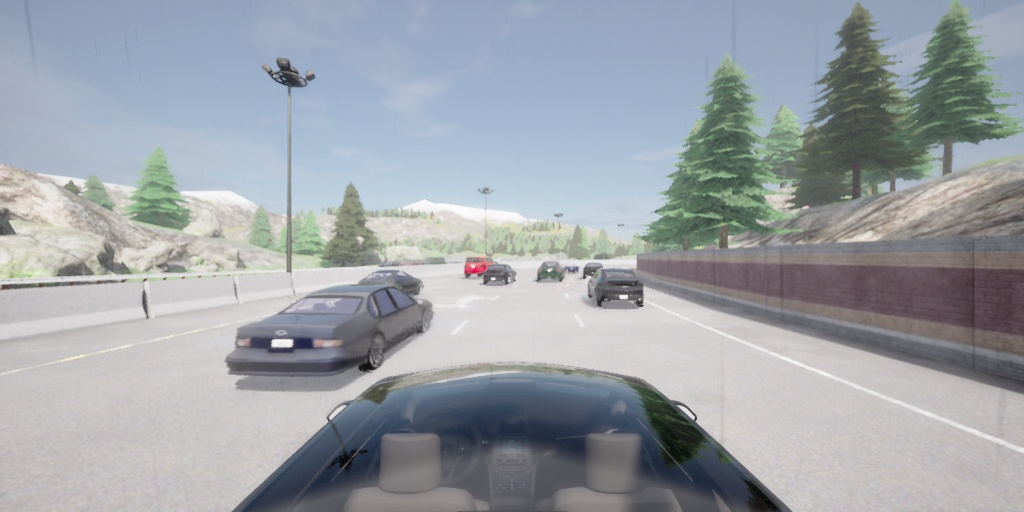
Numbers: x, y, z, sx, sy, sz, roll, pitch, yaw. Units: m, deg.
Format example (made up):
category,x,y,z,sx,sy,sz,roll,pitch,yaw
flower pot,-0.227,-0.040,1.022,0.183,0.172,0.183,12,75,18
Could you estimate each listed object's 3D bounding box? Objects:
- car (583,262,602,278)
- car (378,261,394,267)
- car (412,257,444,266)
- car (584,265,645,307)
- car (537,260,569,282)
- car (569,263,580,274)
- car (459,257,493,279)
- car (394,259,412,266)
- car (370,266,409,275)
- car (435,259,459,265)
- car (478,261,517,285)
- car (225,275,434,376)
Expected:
category,x,y,z,sx,sy,sz,roll,pitch,yaw
car,7.860,1.345,34.183,1.882,1.535,5.008,0,0,14
car,-18.588,1.490,55.895,2.033,1.411,5.357,0,0,20
car,-11.962,1.160,53.638,2.150,2.045,5.566,0,0,20
car,4.506,1.306,15.989,1.837,1.490,4.892,0,0,6
car,3.456,1.208,30.758,2.097,1.767,4.553,0,0,12
car,7.107,1.503,43.988,1.895,1.301,4.718,0,0,18
car,-2.843,1.087,34.697,2.150,2.045,5.566,0,-1,14
car,-15.302,1.289,54.686,2.097,1.767,4.553,0,0,20
car,-5.874,1.370,17.449,1.994,1.385,4.181,0,0,6
car,-8.578,1.479,52.712,2.033,1.411,5.357,0,0,20
car,-0.848,1.346,27.287,1.837,1.490,4.892,0,0,11
car,-3.208,1.318,7.687,2.033,1.411,5.357,0,0,3
